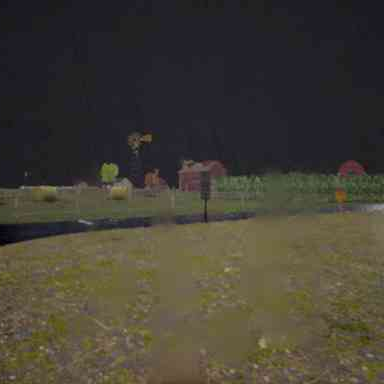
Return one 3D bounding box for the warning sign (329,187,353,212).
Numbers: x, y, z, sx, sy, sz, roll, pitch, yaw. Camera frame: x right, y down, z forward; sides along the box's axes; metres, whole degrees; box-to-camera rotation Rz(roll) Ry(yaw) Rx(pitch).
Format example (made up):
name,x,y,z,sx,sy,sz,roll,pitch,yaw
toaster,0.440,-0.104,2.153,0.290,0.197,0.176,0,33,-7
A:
name,x,y,z,sx,sy,sz,roll,pitch,yaw
warning sign,11.540,0.557,25.783,1.060,1.860,1.300,0,0,-34
